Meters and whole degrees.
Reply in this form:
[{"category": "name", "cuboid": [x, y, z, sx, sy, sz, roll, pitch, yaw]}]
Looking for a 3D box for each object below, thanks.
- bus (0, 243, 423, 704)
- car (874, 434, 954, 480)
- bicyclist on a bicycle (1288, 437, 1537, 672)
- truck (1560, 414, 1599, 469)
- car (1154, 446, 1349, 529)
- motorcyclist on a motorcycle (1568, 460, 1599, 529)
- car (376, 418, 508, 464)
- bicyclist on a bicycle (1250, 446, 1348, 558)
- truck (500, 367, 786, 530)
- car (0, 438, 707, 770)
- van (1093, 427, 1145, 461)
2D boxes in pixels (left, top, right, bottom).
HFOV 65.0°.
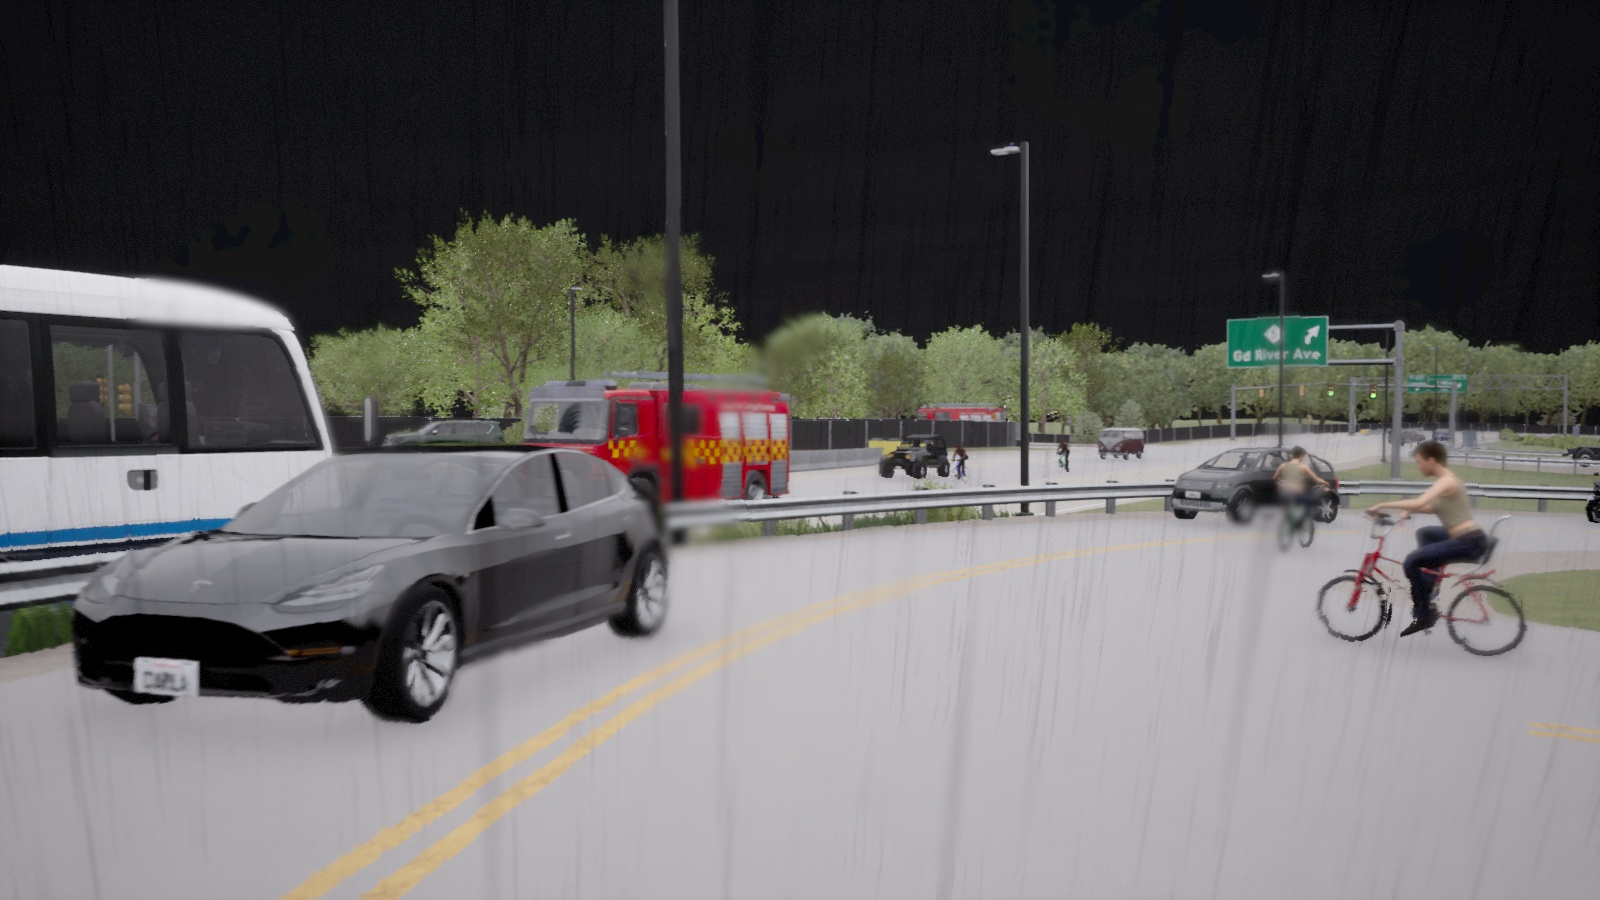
[{"category": "bus", "cuboid": [-9.148, 0.190, 12.442, 3.944, 4.253, 10.273, 1, 2, 32]}, {"category": "car", "cuboid": [4.979, 0.264, 54.401, 1.905, 1.878, 3.866, 1, 2, 32]}, {"category": "bicyclist on a bicycle", "cuboid": [4.672, 0.744, 9.605, 1.509, 1.612, 0.866, 2, -1, 38]}, {"category": "truck", "cuboid": [53.809, -0.466, 81.036, 7.936, 3.462, 2.891, 3, 3, 34]}, {"category": "car", "cuboid": [9.344, 0.747, 25.964, 3.705, 1.549, 1.789, 1, 1, -31]}, {"category": "motorcyclist on a motorcycle", "cuboid": [19.425, 1.066, 29.545, 2.191, 1.530, 0.866, 2, 2, -9]}, {"category": "car", "cuboid": [-16.792, -0.431, 58.988, 5.566, 2.045, 2.150, 0, 2, -31]}, {"category": "bicyclist on a bicycle", "cuboid": [7.719, 0.772, 19.406, 0.866, 1.612, 1.509, 4, 2, 41]}, {"category": "truck", "cuboid": [-3.915, -0.155, 33.787, 2.891, 3.827, 8.468, 1, 2, 32]}, {"category": "car", "cuboid": [-2.463, 0.684, 8.278, 2.163, 1.488, 4.792, 1, 0, 16]}, {"category": "van", "cuboid": [19.789, -0.379, 77.774, 1.775, 1.987, 4.442, 1, 2, 32]}]
